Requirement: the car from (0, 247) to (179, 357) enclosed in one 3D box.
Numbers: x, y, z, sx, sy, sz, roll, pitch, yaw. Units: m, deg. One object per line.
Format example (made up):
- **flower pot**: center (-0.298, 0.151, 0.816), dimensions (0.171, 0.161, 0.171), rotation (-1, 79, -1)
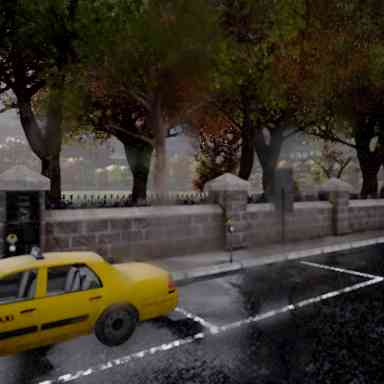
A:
- **car**: center (-2.507, 1.524, 4.771), dimensions (4.829, 1.417, 1.752), rotation (0, 0, -35)
